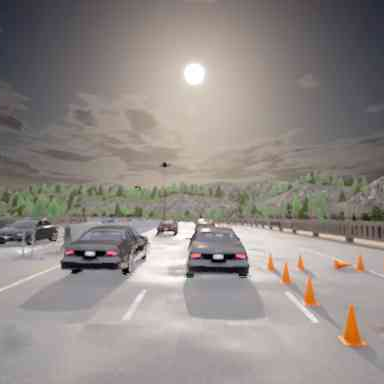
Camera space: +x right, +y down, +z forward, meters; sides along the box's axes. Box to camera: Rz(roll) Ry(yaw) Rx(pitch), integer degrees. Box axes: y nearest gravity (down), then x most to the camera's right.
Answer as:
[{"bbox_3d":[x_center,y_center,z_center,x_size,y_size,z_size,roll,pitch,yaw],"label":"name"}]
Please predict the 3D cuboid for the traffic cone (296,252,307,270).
[{"bbox_3d":[3.658,2.317,11.229,0.340,0.580,0.340,0,-3,2],"label":"traffic cone"}]

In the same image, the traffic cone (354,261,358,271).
[{"bbox_3d":[5.120,2.445,11.182,0.580,0.340,0.340,0,-3,2],"label":"traffic cone"}]

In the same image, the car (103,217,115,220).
[{"bbox_3d":[-15.949,5.597,63.798,1.882,1.535,5.008,1,-4,-2],"label":"car"}]

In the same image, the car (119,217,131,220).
[{"bbox_3d":[-12.404,5.497,62.076,1.882,1.535,5.008,1,-4,0],"label":"car"}]

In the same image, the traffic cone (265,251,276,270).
[{"bbox_3d":[2.660,2.311,11.253,0.340,0.580,0.340,0,-3,1],"label":"traffic cone"}]

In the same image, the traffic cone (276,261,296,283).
[{"bbox_3d":[2.615,2.211,9.256,0.340,0.580,0.340,0,-3,1],"label":"traffic cone"}]

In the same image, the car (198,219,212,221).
[{"bbox_3d":[1.190,3.267,30.956,2.128,1.511,4.902,0,-4,1],"label":"car"}]

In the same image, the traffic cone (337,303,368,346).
[{"bbox_3d":[2.524,2.063,5.256,0.340,0.580,0.340,0,-1,1],"label":"traffic cone"}]

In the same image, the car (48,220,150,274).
[{"bbox_3d":[-2.739,1.881,11.651,2.033,1.411,5.357,0,-3,2],"label":"car"}]

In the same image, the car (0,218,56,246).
[{"bbox_3d":[-9.757,2.359,20.044,1.837,1.490,4.892,0,-4,1],"label":"car"}]

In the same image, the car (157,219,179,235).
[{"bbox_3d":[-2.279,3.375,32.315,1.812,1.442,4.674,0,-4,1],"label":"car"}]

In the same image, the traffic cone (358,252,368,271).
[{"bbox_3d":[5.655,2.331,11.182,0.340,0.580,0.340,0,-3,1],"label":"traffic cone"}]

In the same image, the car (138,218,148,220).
[{"bbox_3d":[-8.889,5.420,60.464,2.128,1.511,4.902,1,-4,0],"label":"car"}]

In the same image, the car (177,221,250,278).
[{"bbox_3d":[0.747,1.888,11.248,2.033,1.411,5.357,0,-3,1],"label":"car"}]

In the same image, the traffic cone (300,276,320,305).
[{"bbox_3d":[2.570,2.129,7.258,0.340,0.580,0.340,0,-2,1],"label":"traffic cone"}]
